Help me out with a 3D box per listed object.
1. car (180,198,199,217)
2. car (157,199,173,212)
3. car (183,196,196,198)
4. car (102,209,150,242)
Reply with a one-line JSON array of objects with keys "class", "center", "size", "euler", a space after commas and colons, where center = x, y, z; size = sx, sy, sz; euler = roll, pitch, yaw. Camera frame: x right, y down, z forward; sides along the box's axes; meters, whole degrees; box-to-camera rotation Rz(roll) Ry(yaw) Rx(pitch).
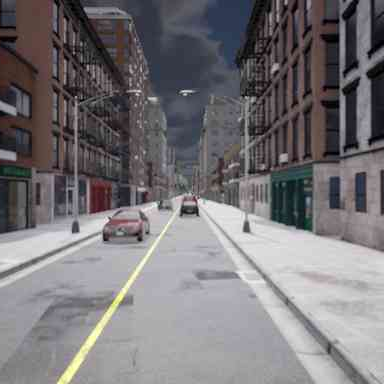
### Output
[{"class": "car", "center": [-0.251, 1.689, 34.439], "size": [1.882, 1.535, 5.008], "euler": [0, 0, -1]}, {"class": "car", "center": [-3.540, 1.775, 44.154], "size": [1.837, 1.490, 4.892], "euler": [0, 0, -1]}, {"class": "car", "center": [-0.355, 1.497, 45.218], "size": [2.150, 2.045, 5.566], "euler": [0, 0, -3]}, {"class": "car", "center": [-3.271, 1.635, 17.263], "size": [1.812, 1.442, 4.674], "euler": [0, 0, -1]}]
